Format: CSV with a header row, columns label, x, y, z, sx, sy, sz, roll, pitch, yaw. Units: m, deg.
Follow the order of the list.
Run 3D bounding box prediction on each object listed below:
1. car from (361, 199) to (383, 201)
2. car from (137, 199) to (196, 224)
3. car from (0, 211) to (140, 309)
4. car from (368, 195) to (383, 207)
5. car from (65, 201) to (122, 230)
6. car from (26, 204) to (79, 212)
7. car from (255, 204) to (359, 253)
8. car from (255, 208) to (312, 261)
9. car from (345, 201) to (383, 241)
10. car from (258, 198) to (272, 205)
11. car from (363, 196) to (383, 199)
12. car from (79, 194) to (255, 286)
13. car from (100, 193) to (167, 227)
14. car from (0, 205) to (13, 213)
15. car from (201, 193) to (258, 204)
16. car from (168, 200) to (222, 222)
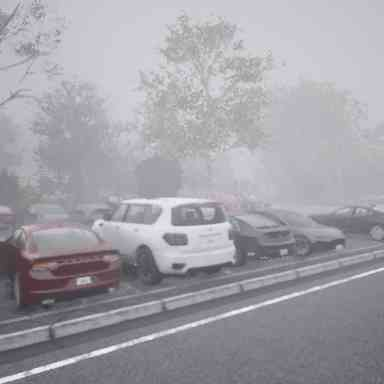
label,x,y,z,sx,sy,sz,roll,pitch,yaw
car,10.172,1.354,17.965,1.946,1.575,5.366,0,0,-36
car,-2.039,1.386,25.076,2.097,1.535,5.008,0,0,-36
car,-3.392,1.455,8.023,2.097,1.535,5.008,0,0,-36
car,27.528,1.241,46.014,1.946,1.575,5.366,0,0,-36
car,-6.588,1.448,21.862,2.163,1.488,4.792,0,0,-36
car,-8.819,1.468,20.194,2.163,1.488,4.792,0,0,-36
car,3.460,1.428,12.898,2.163,1.488,4.792,0,0,-36
car,1.171,1.417,11.289,2.231,1.521,4.892,0,0,-36
car,8.006,1.368,16.181,2.097,1.535,5.008,0,0,-36
car,4.667,1.098,29.846,2.435,2.045,5.566,0,0,-36
car,25.159,1.256,44.554,2.231,1.521,4.892,0,0,-36
car,-1.133,1.184,9.681,2.435,2.045,5.566,0,0,-36
car,-4.293,1.150,23.434,2.435,2.045,5.566,0,0,-36
car,-11.097,1.457,18.592,2.097,1.535,5.008,0,0,-36
car,2.502,1.108,28.296,2.435,2.045,5.566,0,0,-36
car,0.124,1.412,26.626,2.002,1.452,4.674,0,0,-36
